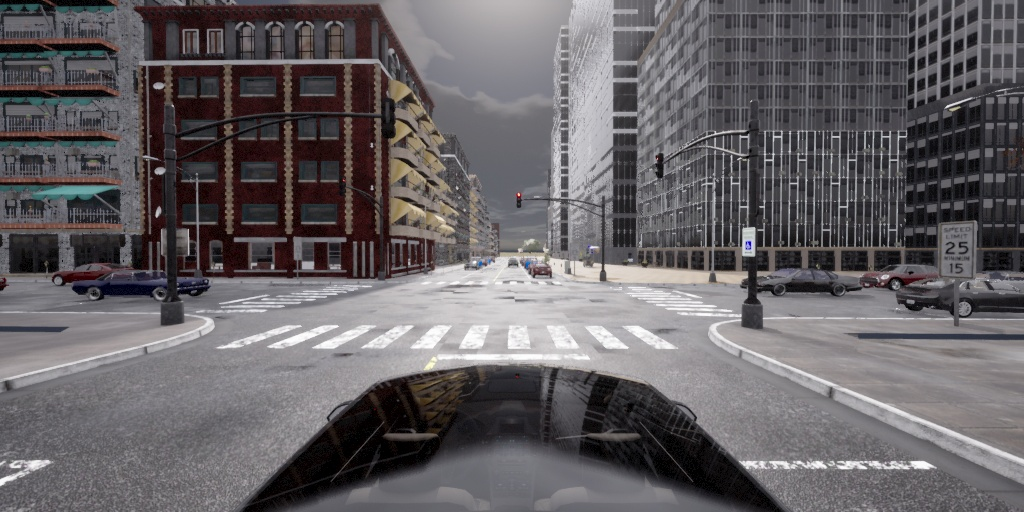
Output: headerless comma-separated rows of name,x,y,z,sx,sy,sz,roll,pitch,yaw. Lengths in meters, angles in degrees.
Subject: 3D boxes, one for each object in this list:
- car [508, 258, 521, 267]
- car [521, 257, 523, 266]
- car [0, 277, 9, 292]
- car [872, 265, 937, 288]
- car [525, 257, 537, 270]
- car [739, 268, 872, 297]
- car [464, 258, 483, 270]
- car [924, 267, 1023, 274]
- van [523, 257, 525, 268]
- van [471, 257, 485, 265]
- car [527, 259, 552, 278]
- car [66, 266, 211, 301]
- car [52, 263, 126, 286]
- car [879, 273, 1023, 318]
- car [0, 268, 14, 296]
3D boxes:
car,0.235,1.279,64.045,1.895,1.301,4.718,0,0,0
car,2.774,1.238,55.988,1.888,1.381,4.507,0,0,0
car,-22.598,1.259,13.692,4.507,1.381,1.888,0,0,1
car,23.417,1.229,21.599,4.097,1.591,1.967,0,0,1
car,2.738,1.157,39.049,1.967,1.591,4.097,0,0,0
car,15.225,1.341,19.002,5.357,1.411,2.033,0,1,1
car,-5.586,1.267,50.326,1.948,1.339,4.313,0,0,0
car,25.252,1.442,18.836,4.718,1.301,1.895,0,1,1
van,2.762,1.042,50.342,1.690,1.789,3.998,0,0,0
van,-5.574,1.033,55.972,1.690,1.789,3.998,0,0,0
car,2.725,1.270,33.404,1.888,1.381,4.507,0,0,0
car,-16.644,1.299,16.304,4.718,1.301,1.895,0,1,1
car,-25.812,1.109,22.356,4.507,1.381,1.888,0,0,1
car,16.739,1.445,13.066,4.403,1.370,2.007,0,0,1
car,-26.523,1.254,16.463,4.718,1.301,1.895,0,1,1
